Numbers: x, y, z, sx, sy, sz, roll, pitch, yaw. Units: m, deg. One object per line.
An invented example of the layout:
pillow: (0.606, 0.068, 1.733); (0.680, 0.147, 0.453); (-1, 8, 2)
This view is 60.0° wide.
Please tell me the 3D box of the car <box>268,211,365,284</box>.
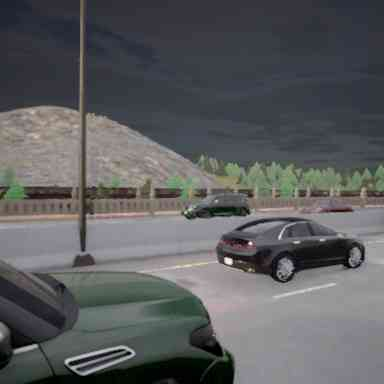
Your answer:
car: (2.977, 1.489, 9.591); (4.892, 1.490, 1.837); (0, 0, -32)

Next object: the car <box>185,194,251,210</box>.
car: (1.934, 1.160, 25.515); (5.566, 2.045, 2.150); (1, 0, -30)

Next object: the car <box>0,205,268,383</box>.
car: (-2.276, 1.205, 2.052); (5.566, 2.045, 2.150); (0, 0, -36)

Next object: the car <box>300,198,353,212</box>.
car: (10.746, 1.322, 26.603); (4.553, 1.767, 2.097); (0, 0, -30)
